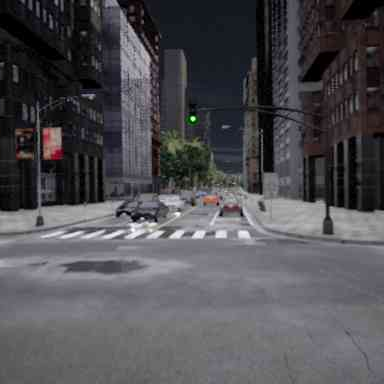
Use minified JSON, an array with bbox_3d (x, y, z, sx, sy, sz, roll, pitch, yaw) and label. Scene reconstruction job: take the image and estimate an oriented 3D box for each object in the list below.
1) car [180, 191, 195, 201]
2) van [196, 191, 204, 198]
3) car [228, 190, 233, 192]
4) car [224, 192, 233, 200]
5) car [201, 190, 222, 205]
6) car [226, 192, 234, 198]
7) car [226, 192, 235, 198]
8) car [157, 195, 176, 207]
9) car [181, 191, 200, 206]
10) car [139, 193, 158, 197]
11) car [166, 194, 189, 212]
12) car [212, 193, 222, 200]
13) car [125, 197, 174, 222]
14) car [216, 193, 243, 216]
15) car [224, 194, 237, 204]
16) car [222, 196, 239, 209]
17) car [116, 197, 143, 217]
[{"bbox_3d":[-0.869,0.813,66.575,2.192,1.841,5.009,-1,0,7],"label":"car"},{"bbox_3d":[2.229,0.625,93.527,1.690,1.788,3.998,-1,0,7],"label":"van"},{"bbox_3d":[7.002,0.933,60.372,1.752,1.417,4.829,-1,0,7],"label":"car"},{"bbox_3d":[7.850,0.829,71.301,1.837,1.490,4.892,-1,0,7],"label":"car"},{"bbox_3d":[2.879,0.909,47.812,2.097,1.767,4.553,-1,0,7],"label":"car"},{"bbox_3d":[10.080,0.743,87.149,2.008,1.369,4.403,-1,0,7],"label":"car"},{"bbox_3d":[9.459,0.780,81.761,1.887,1.381,4.507,-1,0,7],"label":"car"},{"bbox_3d":[-3.362,1.206,44.846,1.752,1.417,4.829,-1,0,7],"label":"car"},{"bbox_3d":[-0.606,0.853,45.410,2.150,2.045,5.566,-1,0,6],"label":"car"},{"bbox_3d":[-4.586,1.088,34.233,2.192,1.841,5.009,-1,0,7],"label":"car"},{"bbox_3d":[-1.828,1.249,34.842,1.812,1.442,4.674,-1,0,7],"label":"car"},{"bbox_3d":[5.255,0.985,68.452,1.895,1.301,4.718,-1,0,7],"label":"car"},{"bbox_3d":[-2.996,1.360,24.683,2.033,1.411,5.357,-1,0,7],"label":"car"},{"bbox_3d":[3.265,1.127,27.866,1.967,1.590,4.097,-1,0,7],"label":"car"},{"bbox_3d":[5.744,1.044,49.424,1.887,1.381,4.507,-1,0,7],"label":"car"},{"bbox_3d":[4.506,1.174,38.646,1.802,1.307,4.206,-1,0,7],"label":"car"},{"bbox_3d":[-5.201,1.387,28.844,1.947,1.339,4.313,-1,0,7],"label":"car"}]
